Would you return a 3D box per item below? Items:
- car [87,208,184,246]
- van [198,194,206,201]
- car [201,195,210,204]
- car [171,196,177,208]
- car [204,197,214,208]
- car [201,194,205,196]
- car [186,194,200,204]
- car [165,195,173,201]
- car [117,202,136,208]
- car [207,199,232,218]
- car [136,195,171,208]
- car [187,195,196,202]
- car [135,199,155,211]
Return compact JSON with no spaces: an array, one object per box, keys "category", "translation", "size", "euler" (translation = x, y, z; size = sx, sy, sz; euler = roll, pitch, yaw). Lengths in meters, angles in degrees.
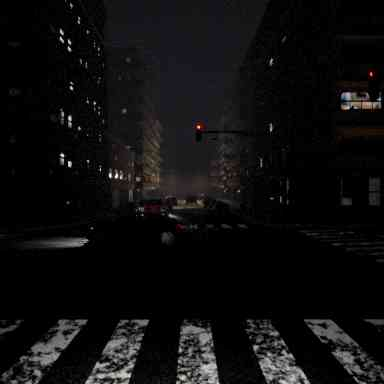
[{"category":"car","translation":[-2.435,1.563,14.820],"size":[4.181,1.385,1.994],"euler":[0,0,-1]},{"category":"van","translation":[2.540,1.376,85.618],"size":[1.690,1.788,3.998],"euler":[-1,0,0]},{"category":"car","translation":[2.606,1.553,46.954],"size":[1.887,1.381,4.507],"euler":[0,0,0]},{"category":"car","translation":[-3.162,1.495,37.925],"size":[2.128,1.511,4.902],"euler":[0,0,0]},{"category":"car","translation":[2.625,1.569,35.907],"size":[1.947,1.339,4.313],"euler":[0,0,0]},{"category":"car","translation":[3.048,1.542,60.952],"size":[1.812,1.442,4.674],"euler":[0,0,0]},{"category":"car","translation":[-0.103,1.368,61.437],"size":[2.097,1.767,4.553],"euler":[0,0,0]},{"category":"car","translation":[-5.839,1.560,85.447],"size":[1.752,1.417,4.829],"euler":[0,0,0]},{"category":"car","translation":[-5.747,1.567,30.381],"size":[1.947,1.339,4.313],"euler":[0,0,0]},{"category":"car","translation":[2.634,1.583,30.383],"size":[1.802,1.307,4.206],"euler":[0,0,0]},{"category":"car","translation":[-3.087,1.353,27.630],"size":[2.097,1.767,4.553],"euler":[0,0,-2]},{"category":"car","translation":[-0.115,1.407,69.840],"size":[1.994,1.385,4.181],"euler":[0,0,0]},{"category":"car","translation":[-5.766,1.571,41.429],"size":[1.947,1.339,4.313],"euler":[0,0,0]}]
